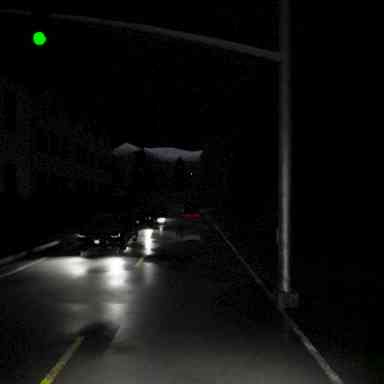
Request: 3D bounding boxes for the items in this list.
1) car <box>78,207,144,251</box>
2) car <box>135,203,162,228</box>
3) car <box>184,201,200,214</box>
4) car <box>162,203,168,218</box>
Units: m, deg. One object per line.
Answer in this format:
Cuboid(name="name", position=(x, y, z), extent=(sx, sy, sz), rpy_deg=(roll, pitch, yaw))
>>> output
Cuboid(name="car", position=(-3.591, 1.654, 14.995), extent=(1.837, 1.490, 4.892), rpy_deg=(0, -1, 0))
Cuboid(name="car", position=(-3.589, 1.747, 24.495), extent=(1.837, 1.490, 4.892), rpy_deg=(0, 0, 0))
Cuboid(name="car", position=(0.001, 1.895, 40.946), extent=(2.128, 1.511, 4.902), rpy_deg=(0, -1, 0))
Cuboid(name="car", position=(-3.553, 1.894, 35.154), extent=(2.033, 1.411, 5.357), rpy_deg=(0, -1, 0))
